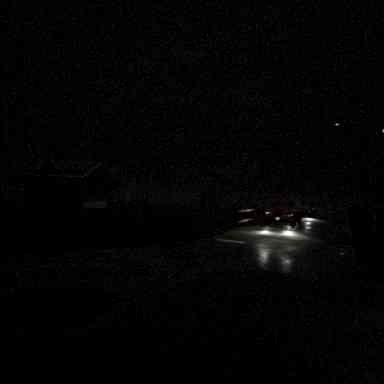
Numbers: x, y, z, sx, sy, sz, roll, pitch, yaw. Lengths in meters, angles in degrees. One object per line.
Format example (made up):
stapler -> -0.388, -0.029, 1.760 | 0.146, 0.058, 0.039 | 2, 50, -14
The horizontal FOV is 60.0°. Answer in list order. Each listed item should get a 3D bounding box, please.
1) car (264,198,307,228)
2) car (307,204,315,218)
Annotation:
car -> 7.226, 1.538, 25.825 | 2.150, 2.045, 5.566 | 3, 1, 26
car -> 13.017, 2.130, 38.337 | 1.812, 1.442, 4.674 | 3, 0, 25
